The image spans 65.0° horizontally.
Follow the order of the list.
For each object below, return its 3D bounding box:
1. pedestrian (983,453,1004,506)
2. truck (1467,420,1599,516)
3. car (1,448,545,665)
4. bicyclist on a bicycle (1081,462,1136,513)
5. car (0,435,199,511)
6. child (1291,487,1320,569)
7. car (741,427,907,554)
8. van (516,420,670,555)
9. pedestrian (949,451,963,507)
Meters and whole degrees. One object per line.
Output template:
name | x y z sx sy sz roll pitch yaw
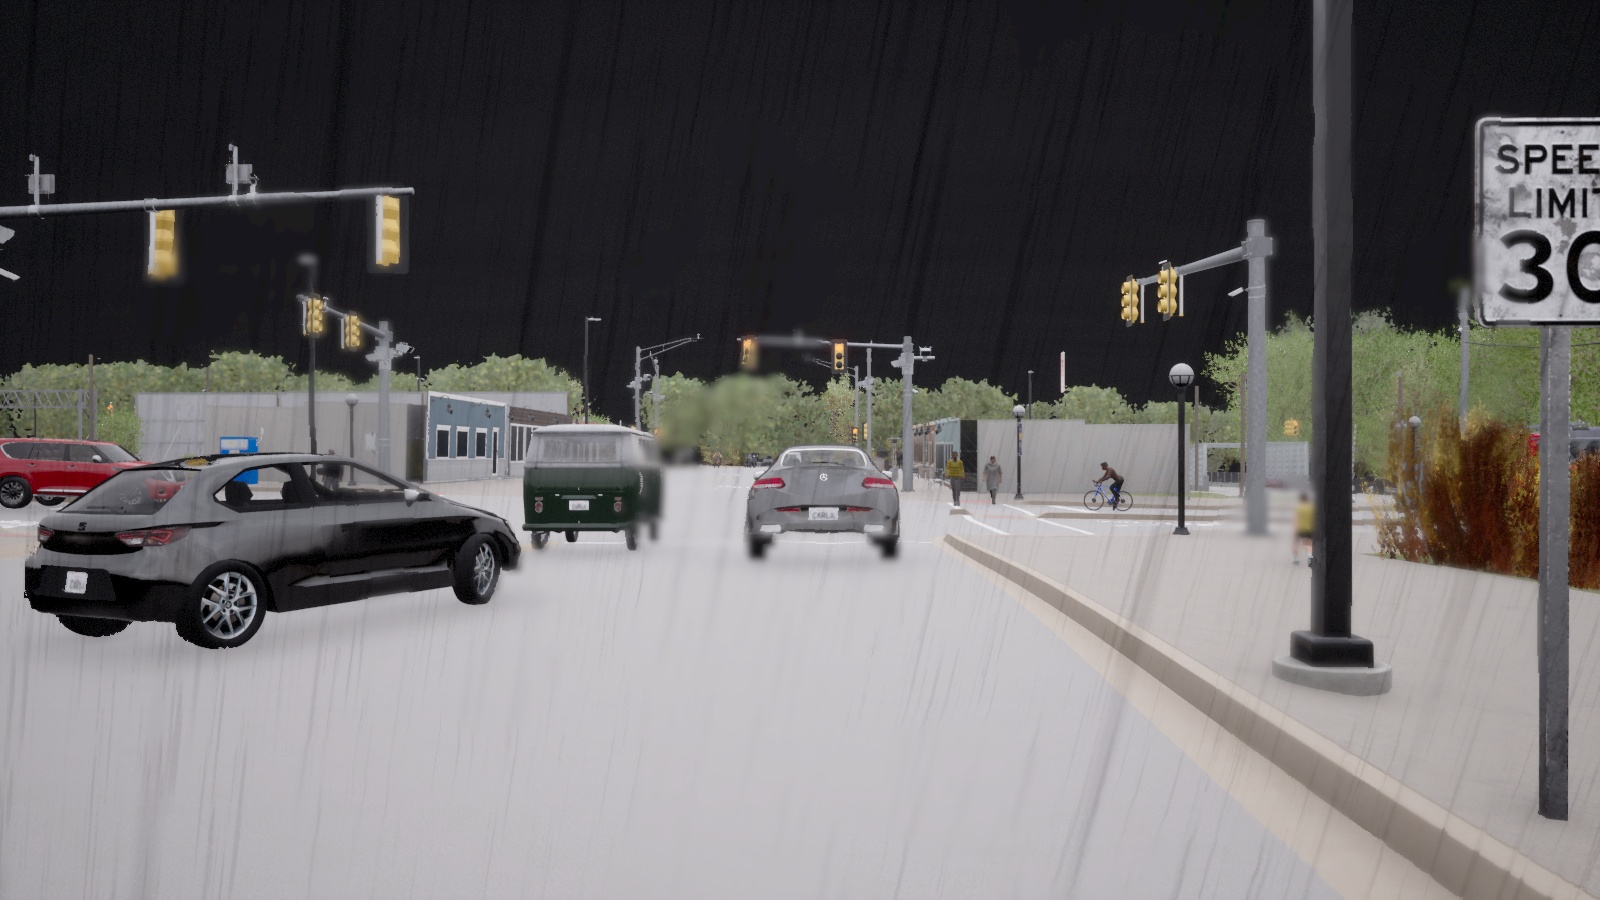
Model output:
pedestrian | 7.149 1.078 46.388 0.659 1.952 0.873 0 1 15
truck | 32.456 0.826 54.751 2.891 3.827 8.468 -1 -1 6
car | -4.332 0.746 11.057 1.816 1.474 4.193 0 1 28
bicyclist on a bicycle | 10.250 1.247 41.785 1.656 1.620 0.582 1 -1 0
car | -21.005 0.661 36.899 5.566 2.045 2.150 1 0 -3
child | 7.045 1.076 17.499 0.255 1.110 0.394 0 1 3
car | 0.350 0.588 18.883 2.152 1.651 5.027 0 -1 1
van | -3.282 0.598 20.731 1.775 1.987 4.442 0 -1 0
pedestrian | 5.162 0.940 41.530 0.431 1.840 0.709 0 1 5
